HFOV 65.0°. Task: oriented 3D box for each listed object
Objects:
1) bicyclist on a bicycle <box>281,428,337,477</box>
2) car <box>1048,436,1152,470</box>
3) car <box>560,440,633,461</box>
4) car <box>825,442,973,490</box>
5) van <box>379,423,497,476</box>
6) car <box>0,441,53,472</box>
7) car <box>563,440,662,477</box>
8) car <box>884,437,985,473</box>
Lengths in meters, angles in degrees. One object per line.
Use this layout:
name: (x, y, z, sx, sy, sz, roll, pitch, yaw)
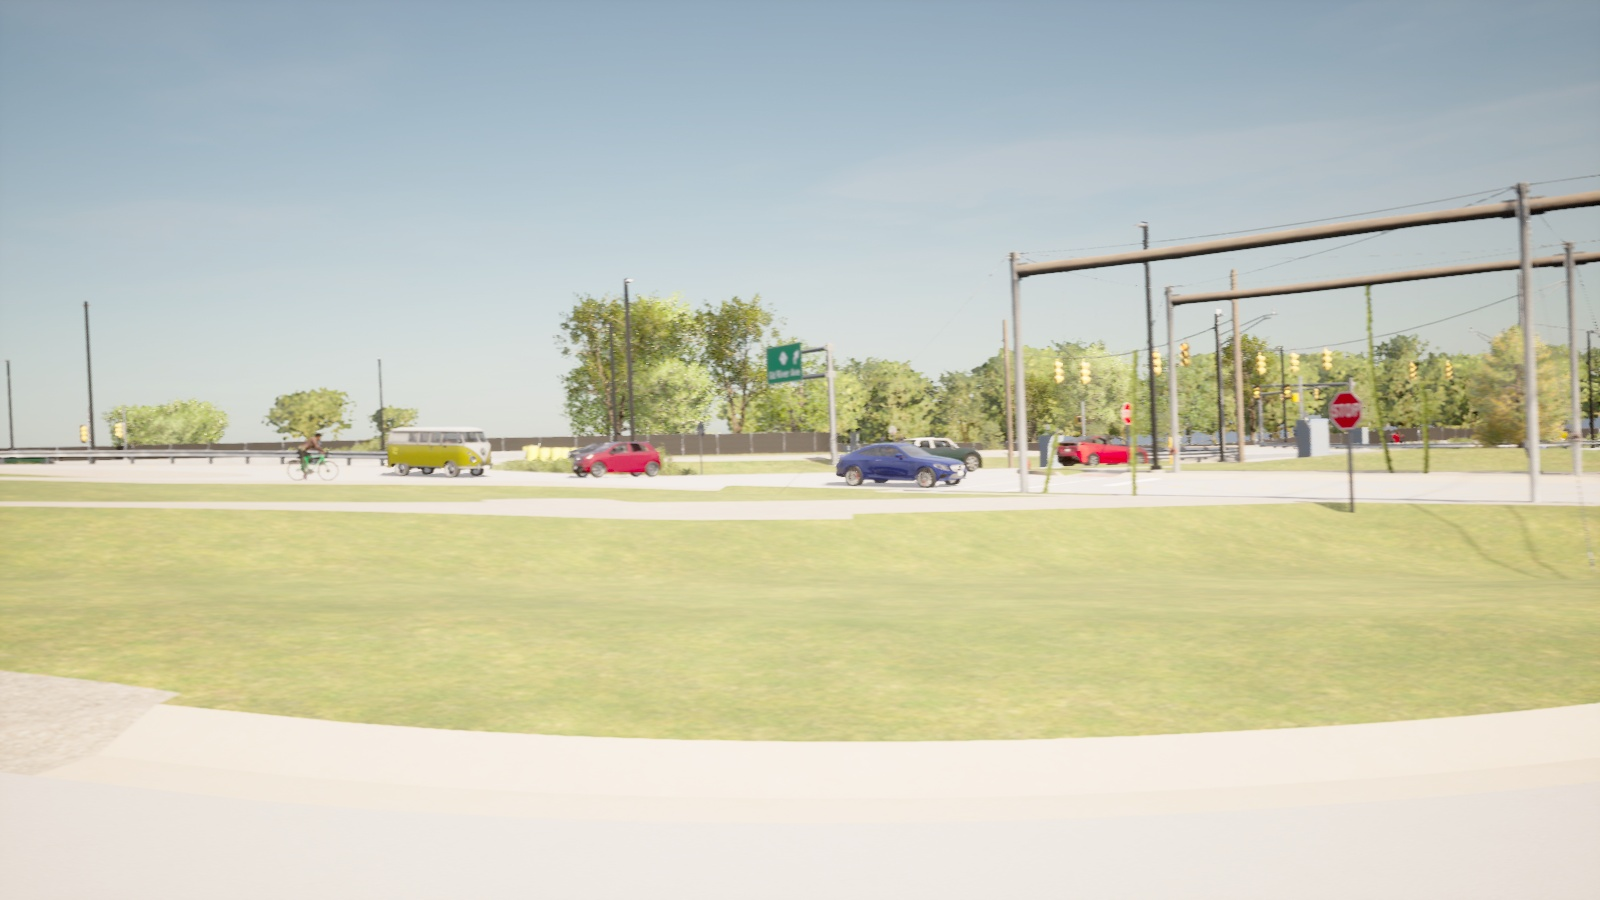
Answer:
bicyclist on a bicycle: (-16.591, 0.099, 42.464, 1.656, 1.620, 0.582, 2, -1, -30)
car: (13.792, 0.144, 57.674, 4.514, 1.525, 2.007, 0, -1, -31)
car: (-15.118, 0.021, 93.462, 4.902, 1.511, 2.128, -1, 0, -29)
car: (3.277, 0.505, 42.077, 4.674, 1.442, 1.812, 1, 2, 37)
van: (-14.413, -0.054, 49.970, 4.442, 1.987, 1.775, 1, 2, 26)
car: (-47.523, 0.400, 75.389, 4.553, 1.767, 2.097, -1, 0, -29)
car: (-7.779, 0.350, 52.218, 3.633, 1.501, 1.845, 0, -1, -35)
car: (5.683, 0.214, 53.088, 3.806, 1.475, 1.970, 0, 0, -27)
